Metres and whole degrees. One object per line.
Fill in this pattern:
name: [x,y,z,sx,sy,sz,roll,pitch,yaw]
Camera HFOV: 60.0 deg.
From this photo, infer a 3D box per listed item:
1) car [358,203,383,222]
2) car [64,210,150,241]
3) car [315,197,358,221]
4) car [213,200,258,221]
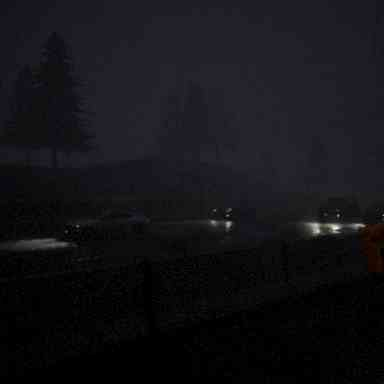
car: [15.354,1.615,26.678,1.882,1.535,5.008,-1,-1,44]
car: [-4.510,1.725,18.211,4.674,1.442,1.812,0,-1,-39]
car: [12.826,1.476,29.102,2.150,2.045,5.566,-1,-1,44]
car: [3.961,1.590,30.259,4.553,1.767,2.097,0,-1,-44]
